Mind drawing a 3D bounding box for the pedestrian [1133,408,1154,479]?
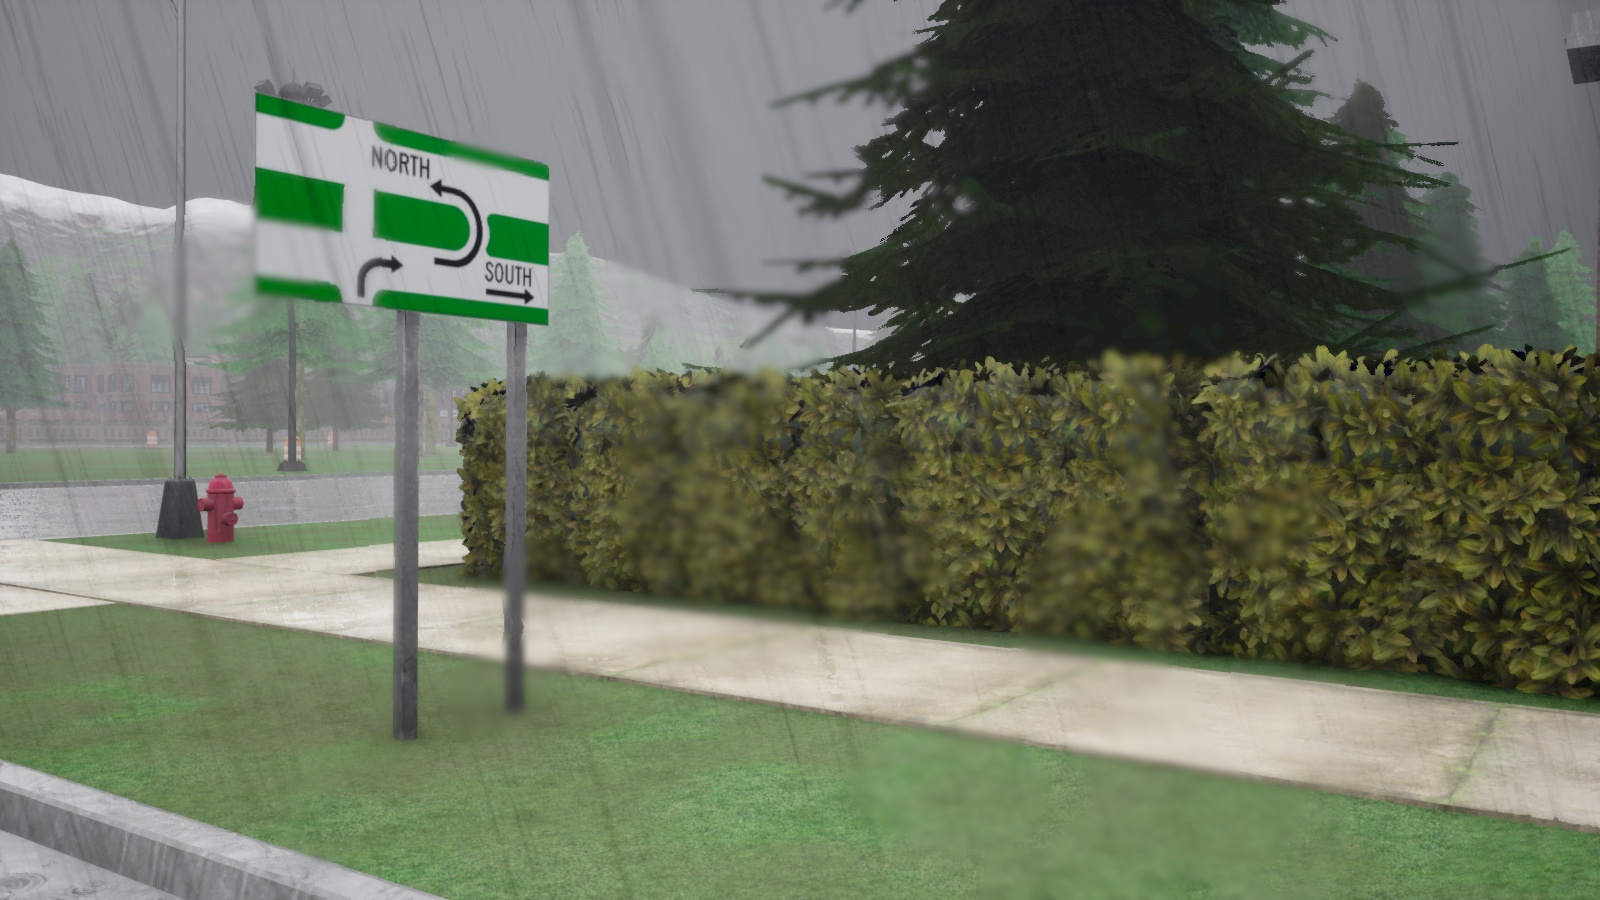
[{"bbox_3d":[8.942,-0.167,32.714,0.345,1.836,0.594,0,1,34],"label":"pedestrian"}]
